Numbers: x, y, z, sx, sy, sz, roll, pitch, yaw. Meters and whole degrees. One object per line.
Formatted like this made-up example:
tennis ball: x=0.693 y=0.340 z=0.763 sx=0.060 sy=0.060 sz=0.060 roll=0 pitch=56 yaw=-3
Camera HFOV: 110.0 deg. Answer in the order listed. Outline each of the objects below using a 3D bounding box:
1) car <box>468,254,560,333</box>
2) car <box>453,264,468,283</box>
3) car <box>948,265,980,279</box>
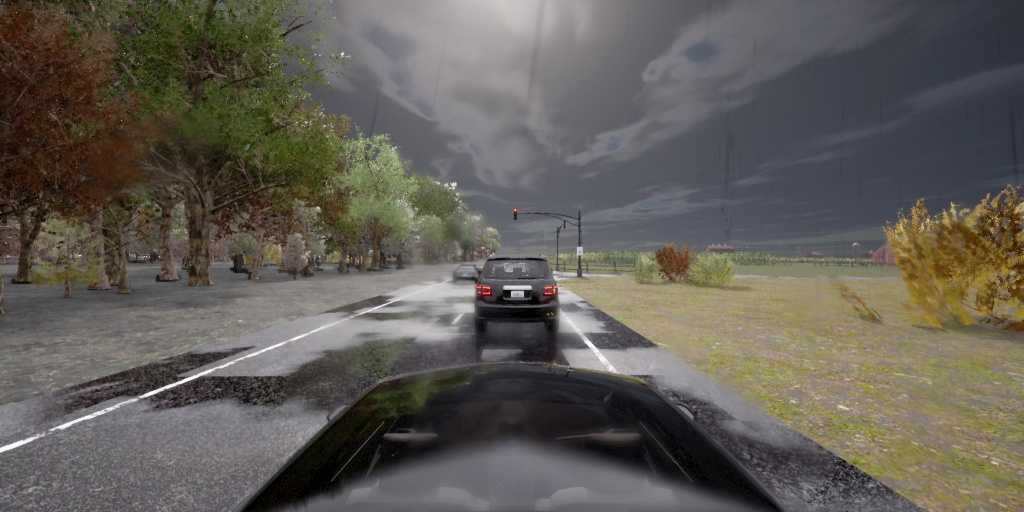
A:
car: x=0.119 y=0.974 z=10.945 sx=2.150 sy=2.045 sz=5.566 roll=0 pitch=0 yaw=0
car: x=-3.349 y=1.320 z=27.768 sx=1.994 sy=1.385 sz=4.181 roll=0 pitch=0 yaw=0
car: x=48.590 y=1.783 z=39.226 sx=4.892 sy=1.490 sz=1.837 roll=1 pitch=-1 yaw=0
